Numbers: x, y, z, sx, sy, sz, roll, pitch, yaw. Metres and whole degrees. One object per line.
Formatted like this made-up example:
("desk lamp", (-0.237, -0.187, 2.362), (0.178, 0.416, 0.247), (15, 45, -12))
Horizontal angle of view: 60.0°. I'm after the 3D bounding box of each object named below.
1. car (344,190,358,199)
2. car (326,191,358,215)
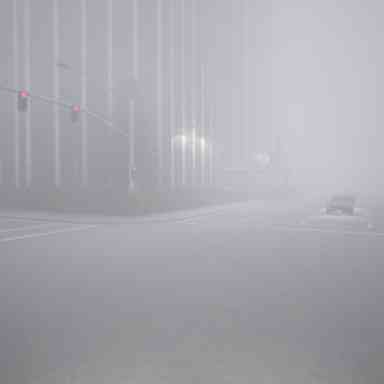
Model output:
("car", (25.053, 0.402, 52.389), (1.895, 1.301, 4.718), (1, 1, 27))
("car", (11.847, 0.941, 26.468), (2.033, 1.411, 5.357), (1, 1, 27))
